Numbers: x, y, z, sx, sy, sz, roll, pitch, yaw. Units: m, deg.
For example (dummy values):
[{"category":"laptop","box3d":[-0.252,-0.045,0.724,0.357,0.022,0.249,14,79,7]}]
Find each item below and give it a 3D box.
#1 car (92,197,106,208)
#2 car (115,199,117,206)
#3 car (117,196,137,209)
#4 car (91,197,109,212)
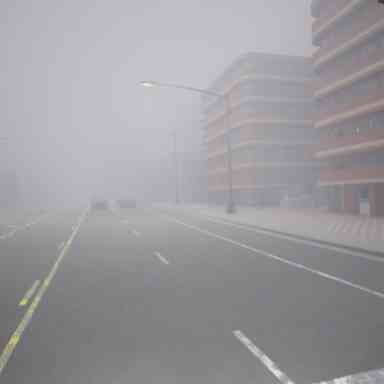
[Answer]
[{"category":"car","box3d":[-13.821,1.539,49.544,1.837,1.490,4.892,-2,0,-16]},{"category":"car","box3d":[-11.207,1.435,53.447,2.128,1.511,4.902,-2,0,-16]},{"category":"car","box3d":[-8.442,1.478,43.847,1.994,1.385,4.181,-2,1,-16]},{"category":"car","box3d":[-10.949,1.514,39.520,1.882,1.535,5.008,-2,1,-16]}]
